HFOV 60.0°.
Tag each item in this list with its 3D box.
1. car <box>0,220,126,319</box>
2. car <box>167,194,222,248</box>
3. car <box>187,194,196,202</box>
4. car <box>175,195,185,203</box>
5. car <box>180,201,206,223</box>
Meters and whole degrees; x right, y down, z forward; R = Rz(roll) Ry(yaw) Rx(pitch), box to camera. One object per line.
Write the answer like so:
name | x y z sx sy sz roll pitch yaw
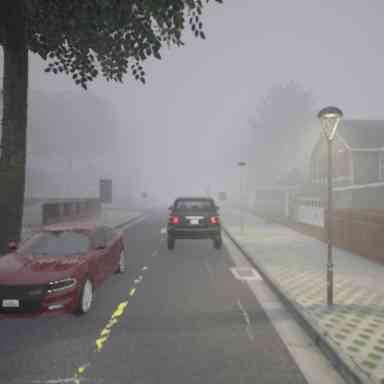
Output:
car | -2.851 1.484 7.746 1.882 1.535 5.008 0 0 0
car | 0.092 1.232 14.829 2.150 2.045 5.566 0 -1 0
car | -0.027 1.496 83.393 2.150 2.045 5.566 0 0 0
car | -2.777 1.609 78.628 2.097 1.767 4.553 0 0 0
car | 0.095 1.525 26.854 1.882 1.535 5.008 0 0 0
